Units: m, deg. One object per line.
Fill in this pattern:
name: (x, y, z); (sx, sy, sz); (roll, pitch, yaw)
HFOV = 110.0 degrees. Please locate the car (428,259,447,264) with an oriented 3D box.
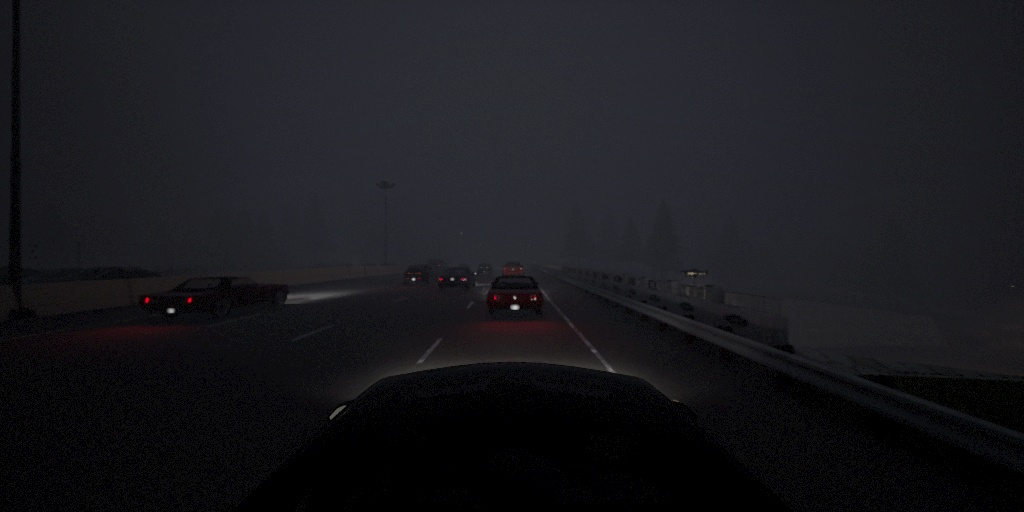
car: (-10.393, 1.467, 50.039); (2.150, 2.045, 5.566); (0, -1, 0)

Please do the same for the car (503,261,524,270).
car: (0.106, 1.343, 36.645); (2.097, 1.767, 4.553); (0, -1, 0)

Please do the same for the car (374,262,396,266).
car: (-21.019, 1.821, 60.619); (2.097, 1.767, 4.553); (0, -1, 1)

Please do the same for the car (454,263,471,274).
car: (-6.894, 1.782, 50.613); (1.812, 1.442, 4.674); (0, -1, 0)

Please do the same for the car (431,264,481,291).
car: (-3.396, 1.388, 22.919); (2.033, 1.411, 5.357); (0, 0, 0)

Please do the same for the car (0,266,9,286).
car: (-24.596, 1.372, 19.970); (2.033, 1.411, 5.357); (0, 0, 0)

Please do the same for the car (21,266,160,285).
car: (-21.095, 1.308, 18.573); (2.128, 1.511, 4.902); (0, 0, 0)

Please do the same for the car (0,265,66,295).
car: (-28.094, 1.298, 19.338); (1.882, 1.535, 5.008); (0, 0, 0)

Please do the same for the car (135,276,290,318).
car: (-10.414, 1.394, 13.177); (1.895, 1.301, 4.718); (0, 0, 0)

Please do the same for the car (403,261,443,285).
car: (-6.896, 1.384, 27.534); (1.837, 1.490, 4.892); (0, 0, 0)

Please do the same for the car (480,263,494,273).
car: (-3.394, 1.661, 45.891); (1.837, 1.490, 4.892); (0, -1, 0)

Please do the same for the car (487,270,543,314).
car: (0.103, 1.398, 13.970); (1.895, 1.301, 4.718); (0, 0, 0)
